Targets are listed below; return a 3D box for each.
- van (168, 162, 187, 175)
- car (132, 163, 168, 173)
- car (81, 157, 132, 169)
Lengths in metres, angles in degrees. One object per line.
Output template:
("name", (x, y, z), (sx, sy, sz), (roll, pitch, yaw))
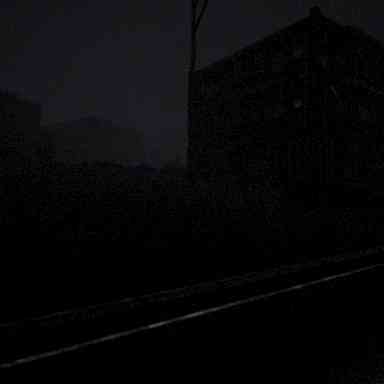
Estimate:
("van", (-1.762, -2.622, 42.416), (1.878, 1.987, 4.442), (0, -2, 39))
("car", (-5.348, -2.568, 38.014), (2.002, 1.452, 4.674), (0, -2, 40))
("car", (-8.910, -2.752, 33.771), (2.002, 1.452, 4.674), (0, -2, 41))
